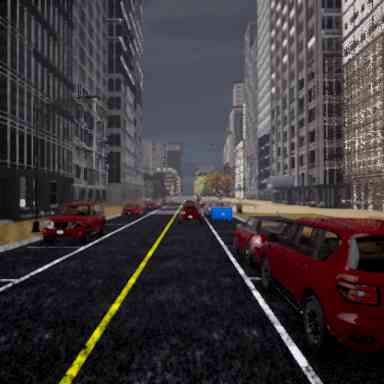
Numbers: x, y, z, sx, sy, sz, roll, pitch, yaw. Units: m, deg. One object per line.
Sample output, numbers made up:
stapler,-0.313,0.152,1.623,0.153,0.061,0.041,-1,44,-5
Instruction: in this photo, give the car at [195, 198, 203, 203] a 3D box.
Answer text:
car,1.907,2.189,89.207,1.887,1.381,4.507,0,0,-1

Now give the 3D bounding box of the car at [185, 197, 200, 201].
car,-0.284,1.833,44.480,1.837,1.490,4.892,0,0,-1

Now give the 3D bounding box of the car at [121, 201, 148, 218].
car,-5.974,1.820,33.742,1.887,1.381,4.507,0,0,-1

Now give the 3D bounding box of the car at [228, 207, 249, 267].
car,2.605,1.515,11.663,1.967,1.590,4.097,0,0,-1

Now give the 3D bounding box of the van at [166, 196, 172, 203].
van,-6.522,2.063,94.671,1.690,1.788,3.998,0,0,-1

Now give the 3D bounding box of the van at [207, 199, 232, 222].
van,2.455,1.539,28.280,1.690,1.788,3.998,0,0,-1

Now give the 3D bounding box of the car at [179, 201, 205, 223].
car,-0.128,1.727,27.165,1.812,1.442,4.674,0,-1,-1

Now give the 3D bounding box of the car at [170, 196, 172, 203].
car,-6.373,2.040,78.054,1.967,1.590,4.097,0,0,-1

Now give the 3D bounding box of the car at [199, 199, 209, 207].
car,2.155,1.969,61.682,1.752,1.417,4.829,0,0,-1

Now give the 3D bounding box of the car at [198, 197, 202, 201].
car,2.206,1.842,55.975,1.967,1.590,4.097,0,0,-1

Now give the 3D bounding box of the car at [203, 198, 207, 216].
car,2.406,1.679,33.819,1.967,1.590,4.097,0,0,-1

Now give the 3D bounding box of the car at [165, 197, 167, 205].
car,-6.224,2.029,61.436,2.008,1.369,4.403,0,0,-1

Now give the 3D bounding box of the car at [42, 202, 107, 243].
car,-5.825,1.468,17.127,2.192,1.841,5.009,0,0,-1

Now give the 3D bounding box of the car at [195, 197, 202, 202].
car,1.858,2.125,94.746,1.967,1.590,4.097,0,0,-1

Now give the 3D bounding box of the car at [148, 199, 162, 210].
car,-6.124,1.942,50.358,1.887,1.381,4.507,0,0,-1

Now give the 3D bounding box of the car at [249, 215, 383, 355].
car,2.655,1.349,6.125,2.192,1.841,5.009,0,0,-1

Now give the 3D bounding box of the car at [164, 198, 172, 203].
car,-6.471,2.205,88.961,1.752,1.417,4.829,0,0,-1

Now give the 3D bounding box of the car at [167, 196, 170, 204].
car,-6.323,2.104,72.514,1.887,1.381,4.507,0,0,-1

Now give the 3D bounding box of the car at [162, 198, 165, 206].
car,-6.174,1.878,55.898,1.967,1.590,4.097,0,0,-1
